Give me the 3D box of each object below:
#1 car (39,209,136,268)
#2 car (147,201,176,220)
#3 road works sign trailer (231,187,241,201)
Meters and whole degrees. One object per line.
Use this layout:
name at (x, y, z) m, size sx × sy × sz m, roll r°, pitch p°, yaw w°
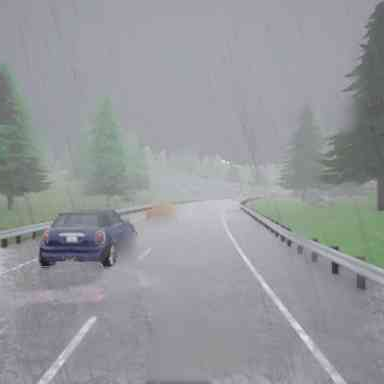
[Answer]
car at (-3.331, 1.350, 11.500) m, size 2.097 × 1.767 × 4.553 m, roll 0°, pitch 0°, yaw 1°
car at (-2.511, 1.475, 28.243) m, size 1.882 × 1.535 × 5.008 m, roll 0°, pitch 0°, yaw 5°
road works sign trailer at (11.469, 0.455, 85.805) m, size 2.380 × 3.560 × 2.880 m, roll 0°, pitch 0°, yaw 17°
